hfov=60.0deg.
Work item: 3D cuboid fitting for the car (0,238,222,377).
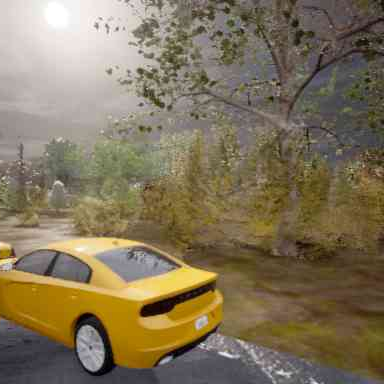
[{"bbox_3d":[-1.891,1.537,5.736,5.008,1.535,1.882,0,-1,36],"label":"car"}]
